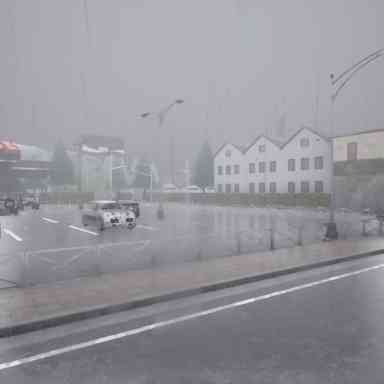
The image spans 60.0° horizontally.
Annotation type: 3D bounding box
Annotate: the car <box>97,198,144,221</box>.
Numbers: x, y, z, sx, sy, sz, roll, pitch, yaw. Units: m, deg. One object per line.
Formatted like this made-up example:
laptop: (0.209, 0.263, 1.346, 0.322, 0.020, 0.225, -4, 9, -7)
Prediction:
car: (-5.742, 1.313, 26.231, 2.007, 1.523, 4.514, 0, 0, -36)

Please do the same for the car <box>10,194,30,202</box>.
car: (-38.162, 1.328, 73.786, 3.866, 1.878, 1.905, 0, 0, -36)

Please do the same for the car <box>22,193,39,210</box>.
car: (-19.101, 1.092, 38.662, 1.905, 1.878, 3.866, 0, 0, -36)

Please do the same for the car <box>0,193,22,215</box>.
car: (-17.207, 1.113, 30.348, 1.932, 1.855, 4.605, 0, 0, -36)

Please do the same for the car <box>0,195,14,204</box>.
car: (-38.404, 1.495, 66.658, 4.611, 1.667, 2.242, 0, 0, -36)

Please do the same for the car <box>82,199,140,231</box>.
car: (-4.629, 1.248, 18.365, 1.970, 1.475, 3.806, 0, 0, -36)

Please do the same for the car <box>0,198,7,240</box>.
car: (-9.665, 1.169, 14.375, 2.152, 1.636, 5.027, 0, 0, -36)
